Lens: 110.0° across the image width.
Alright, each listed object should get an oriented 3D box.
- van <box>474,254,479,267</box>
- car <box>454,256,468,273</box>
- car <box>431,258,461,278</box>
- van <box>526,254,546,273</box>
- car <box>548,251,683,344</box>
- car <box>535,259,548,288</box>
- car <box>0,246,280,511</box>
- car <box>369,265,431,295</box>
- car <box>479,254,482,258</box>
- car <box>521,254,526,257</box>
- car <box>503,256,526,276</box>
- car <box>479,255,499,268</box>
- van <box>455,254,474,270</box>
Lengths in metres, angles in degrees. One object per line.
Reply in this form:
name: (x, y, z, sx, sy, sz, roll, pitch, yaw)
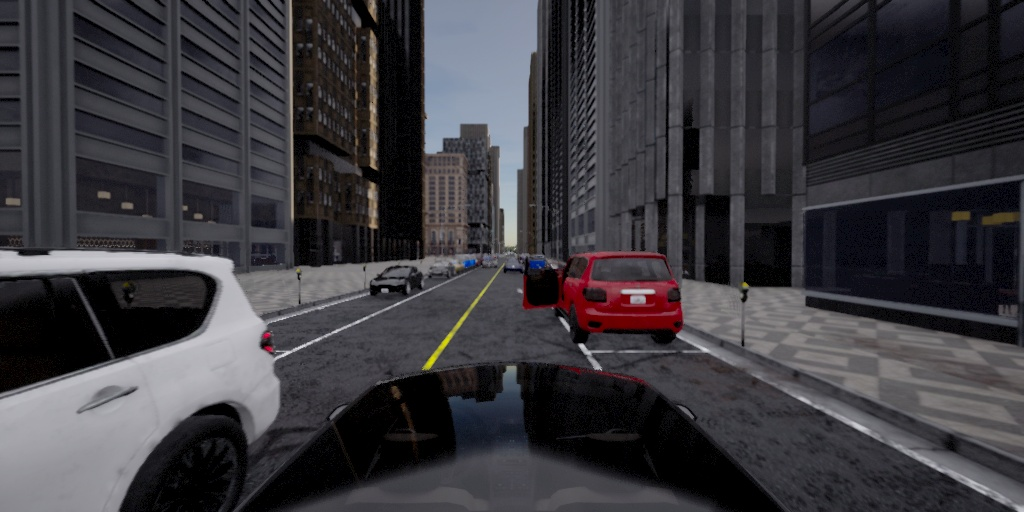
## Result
van: (-5.718, 0.675, 46.586, 1.690, 1.789, 3.998, 0, 0, 0)
car: (-5.730, 0.964, 35.135, 1.751, 1.417, 4.829, 0, 0, 0)
car: (-5.736, 1.042, 29.665, 2.007, 1.370, 4.403, 0, 0, 0)
van: (2.801, 0.728, 40.942, 1.690, 1.789, 3.998, 0, 0, 0)
car: (2.401, 0.899, 9.505, 2.150, 2.045, 5.566, 0, 1, 0)
car: (2.784, 1.089, 24.020, 1.888, 1.381, 4.507, 0, 0, 0)
car: (-3.103, 0.980, 0.827, 2.150, 2.045, 5.566, 0, 1, 0)
car: (-5.747, 1.161, 18.384, 1.948, 1.339, 4.313, 0, 0, 0)
car: (-5.712, 0.722, 52.227, 1.967, 1.591, 4.097, 0, 0, 0)
car: (2.819, 0.812, 57.863, 1.802, 1.307, 4.207, 0, 0, 0)
car: (0.117, 0.984, 37.317, 1.994, 1.385, 4.181, 0, 1, 0)
car: (-2.955, 0.918, 48.428, 1.895, 1.301, 4.718, 0, 0, 0)
van: (-5.724, 0.727, 40.946, 1.690, 1.789, 3.998, 0, 0, 0)
